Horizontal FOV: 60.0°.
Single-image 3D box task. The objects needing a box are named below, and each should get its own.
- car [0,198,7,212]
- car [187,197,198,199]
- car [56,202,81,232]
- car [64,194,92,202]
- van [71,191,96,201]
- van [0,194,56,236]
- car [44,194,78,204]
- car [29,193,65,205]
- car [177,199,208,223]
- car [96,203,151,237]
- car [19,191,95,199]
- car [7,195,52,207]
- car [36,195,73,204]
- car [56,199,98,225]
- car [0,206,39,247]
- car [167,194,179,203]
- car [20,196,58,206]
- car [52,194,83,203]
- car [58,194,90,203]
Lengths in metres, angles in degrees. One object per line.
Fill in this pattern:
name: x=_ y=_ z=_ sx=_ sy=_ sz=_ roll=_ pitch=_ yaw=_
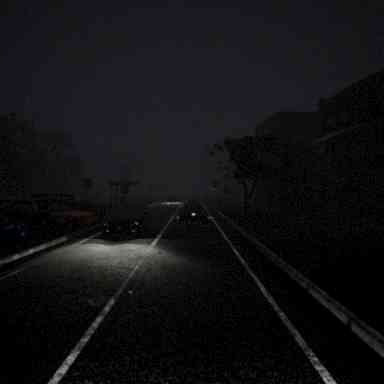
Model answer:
car: x=-22.050 y=1.347 z=34.234 sx=4.792 sy=1.488 sz=2.163 roll=0 pitch=0 yaw=0
car: x=0.107 y=1.304 z=41.393 sx=1.812 sy=1.442 sz=4.674 roll=0 pitch=0 yaw=0
car: x=-8.980 y=1.462 z=18.412 sx=4.674 sy=1.452 sz=2.002 roll=0 pitch=0 yaw=0
car: x=-22.150 y=1.154 z=64.763 sx=4.792 sy=1.488 sz=2.163 roll=0 pitch=0 yaw=0
van: x=-22.007 y=0.882 z=67.535 sx=4.442 sy=1.987 sz=1.878 roll=0 pitch=0 yaw=0
van: x=-9.091 y=1.215 z=15.607 sx=4.442 sy=1.987 sz=1.878 roll=0 pitch=0 yaw=0
car: x=-22.103 y=1.175 z=56.437 sx=4.892 sy=1.521 sz=2.231 roll=0 pitch=0 yaw=0
car: x=-22.133 y=1.083 z=50.885 sx=4.553 sy=1.767 sz=2.185 roll=0 pitch=0 yaw=0
car: x=0.100 y=1.460 z=24.440 sx=1.994 sy=1.385 sz=4.181 roll=0 pitch=0 yaw=0
car: x=-3.349 y=1.410 z=17.843 sx=1.882 sy=1.535 sz=5.008 roll=0 pitch=0 yaw=0
car: x=-8.957 y=1.133 z=24.017 sx=5.566 sy=2.045 sz=2.435 roll=0 pitch=0 yaw=0
car: x=-22.089 y=1.243 z=45.335 sx=5.008 sy=1.535 sz=2.097 roll=0 pitch=0 yaw=0
car: x=-22.111 y=1.191 z=53.662 sx=5.008 sy=1.535 sz=2.097 roll=0 pitch=0 yaw=0
car: x=-8.796 y=1.400 z=21.215 sx=5.366 sy=1.575 sz=1.946 roll=0 pitch=0 yaw=0
car: x=-8.965 y=1.459 z=12.806 sx=5.008 sy=1.535 sz=2.097 roll=0 pitch=0 yaw=0
car: x=-3.304 y=1.124 z=58.505 sx=1.994 sy=1.385 sz=4.181 roll=0 pitch=1 yaw=0
car: x=-22.095 y=1.266 z=48.111 sx=4.674 sy=1.452 sz=2.002 roll=0 pitch=0 yaw=0
car: x=-22.142 y=1.187 z=59.212 sx=4.792 sy=1.488 sz=2.163 roll=0 pitch=0 yaw=0
car: x=-21.931 y=1.138 z=61.986 sx=5.366 sy=1.575 sz=1.946 roll=0 pitch=0 yaw=0
